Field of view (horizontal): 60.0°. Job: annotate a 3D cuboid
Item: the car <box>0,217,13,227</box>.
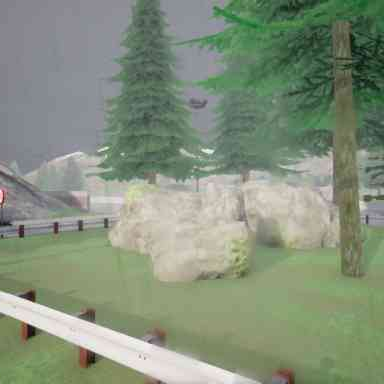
[{"bbox_3d":[-10.990,1.359,15.379,5.357,1.411,2.033,0,0,15],"label":"car"}]
